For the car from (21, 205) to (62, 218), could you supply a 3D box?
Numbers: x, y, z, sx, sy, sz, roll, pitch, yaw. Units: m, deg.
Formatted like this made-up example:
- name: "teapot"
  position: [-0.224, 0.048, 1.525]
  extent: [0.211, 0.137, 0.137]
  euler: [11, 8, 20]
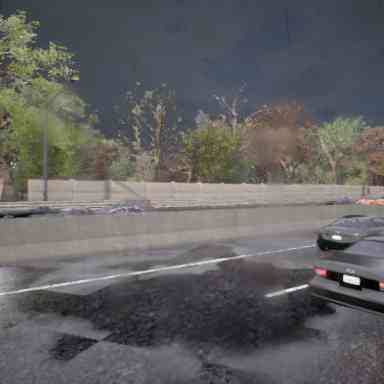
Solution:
- name: "car"
  position: [-7.428, 1.603, 20.188]
  extent: [4.718, 1.301, 1.895]
  euler: [0, 0, -35]

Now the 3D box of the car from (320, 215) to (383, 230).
- name: "car"
  position: [6.706, 1.567, 12.822]
  extent: [4.181, 1.385, 1.994]
  euler: [0, 0, -35]

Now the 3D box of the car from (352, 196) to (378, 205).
- name: "car"
  position: [25.760, 1.391, 48.088]
  extent: [4.553, 1.767, 2.097]
  euler: [0, 0, -35]

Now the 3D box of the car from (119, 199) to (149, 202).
- name: "car"
  position: [-5.079, 1.356, 26.152]
  extent: [4.553, 1.767, 2.097]
  euler: [0, 0, -35]

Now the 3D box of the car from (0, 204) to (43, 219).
- name: "car"
  position: [-11.997, 1.604, 24.680]
  extent: [4.718, 1.301, 1.895]
  euler: [0, 0, -38]

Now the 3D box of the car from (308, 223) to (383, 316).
- name: "car"
  position: [4.764, 1.548, 7.140]
  extent: [5.357, 1.411, 2.033]
  euler: [0, 0, -35]

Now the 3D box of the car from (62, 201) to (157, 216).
- name: "car"
  position: [-4.138, 1.494, 18.233]
  extent: [4.902, 1.511, 2.128]
  euler: [0, 0, -35]

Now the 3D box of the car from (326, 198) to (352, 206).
- name: "car"
  position: [22.444, 1.584, 50.019]
  extent: [5.357, 1.411, 2.033]
  euler: [0, 0, -35]

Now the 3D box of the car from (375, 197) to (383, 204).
- name: "car"
  position: [27.080, 1.638, 44.740]
  extent: [4.718, 1.301, 1.895]
  euler: [0, 0, -35]
